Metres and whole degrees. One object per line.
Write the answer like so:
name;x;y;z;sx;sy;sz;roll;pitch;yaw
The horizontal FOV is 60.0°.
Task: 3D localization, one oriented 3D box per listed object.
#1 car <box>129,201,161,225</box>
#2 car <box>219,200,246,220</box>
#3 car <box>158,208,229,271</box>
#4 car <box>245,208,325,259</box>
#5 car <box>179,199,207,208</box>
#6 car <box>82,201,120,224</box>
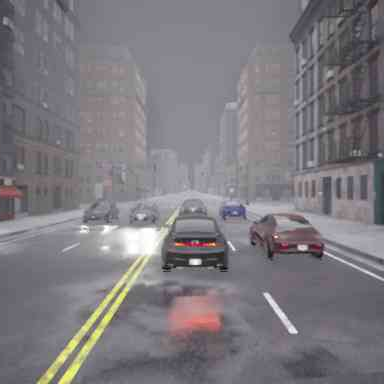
car;-3.353;1.458;24.233;2.128;1.511;4.902;0;0;0
car;3.339;1.438;28.057;1.882;1.535;5.008;0;0;0
car;0.088;1.491;10.807;1.837;1.490;4.892;0;1;0
car;3.341;1.508;12.335;1.812;1.442;4.674;0;0;0
car;0.085;1.315;25.977;2.097;1.767;4.553;0;0;0
car;-6.603;1.472;24.627;1.837;1.490;4.892;0;0;0
